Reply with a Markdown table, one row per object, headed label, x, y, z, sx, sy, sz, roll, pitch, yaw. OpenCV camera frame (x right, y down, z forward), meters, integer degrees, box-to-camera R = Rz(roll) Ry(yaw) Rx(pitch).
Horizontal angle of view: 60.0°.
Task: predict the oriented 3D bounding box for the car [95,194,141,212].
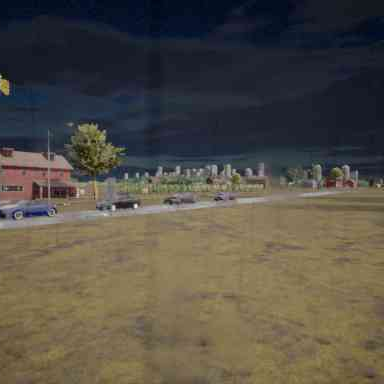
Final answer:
| label | x | y | z | sx | sy | sz | roll | pitch | yaw |
| --- | --- | --- | --- | --- | --- | --- | --- | --- | --- |
| car | -7.093 | 1.027 | 32.298 | 1.837 | 1.490 | 4.892 | 1 | 2 | 36 |

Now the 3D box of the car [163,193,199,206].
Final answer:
| label | x | y | z | sx | sy | sz | roll | pitch | yaw |
| --- | --- | --- | --- | --- | --- | --- | --- | --- | --- |
| car | -1.208 | 0.866 | 40.424 | 2.033 | 1.411 | 5.357 | 1 | 2 | 36 |

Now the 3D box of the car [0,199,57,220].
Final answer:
| label | x | y | z | sx | sy | sz | roll | pitch | yaw |
| --- | --- | --- | --- | --- | --- | --- | --- | --- | --- |
| car | -12.369 | 1.267 | 25.014 | 1.994 | 1.385 | 4.181 | 1 | 2 | 34 |

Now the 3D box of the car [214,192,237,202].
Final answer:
| label | x | y | z | sx | sy | sz | roll | pitch | yaw |
| --- | --- | --- | --- | --- | --- | --- | --- | --- | --- |
| car | 4.932 | 0.664 | 48.855 | 1.994 | 1.385 | 4.181 | 1 | 2 | 36 |
